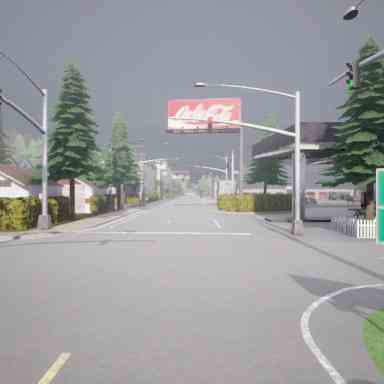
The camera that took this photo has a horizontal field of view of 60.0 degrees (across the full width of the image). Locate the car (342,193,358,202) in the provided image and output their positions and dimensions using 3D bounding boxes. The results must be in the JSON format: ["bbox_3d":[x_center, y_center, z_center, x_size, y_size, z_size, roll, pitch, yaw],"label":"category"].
[{"bbox_3d":[34.940,1.512,71.818,2.007,1.523,4.514,0,0,0],"label":"car"}]

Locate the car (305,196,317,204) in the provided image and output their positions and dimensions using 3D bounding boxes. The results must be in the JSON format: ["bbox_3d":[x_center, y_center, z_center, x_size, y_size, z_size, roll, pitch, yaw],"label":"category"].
[{"bbox_3d":[22.532,1.572,64.032,1.970,1.475,3.806,0,0,0],"label":"car"}]

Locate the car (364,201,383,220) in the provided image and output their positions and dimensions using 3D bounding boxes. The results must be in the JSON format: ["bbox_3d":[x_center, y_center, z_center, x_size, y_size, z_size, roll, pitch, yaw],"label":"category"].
[{"bbox_3d":[18.710,1.681,30.637,4.611,1.667,2.242,0,0,0],"label":"car"}]

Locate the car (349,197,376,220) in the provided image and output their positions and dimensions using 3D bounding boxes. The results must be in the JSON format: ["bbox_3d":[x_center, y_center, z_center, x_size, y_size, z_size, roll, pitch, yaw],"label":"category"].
[{"bbox_3d":[14.380,1.512,24.969,3.866,1.878,1.905,0,0,0],"label":"car"}]
